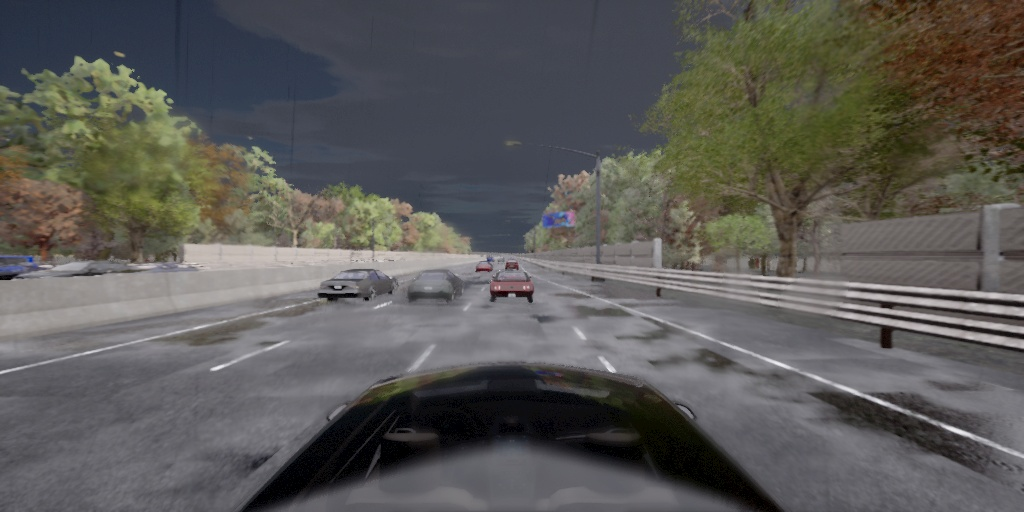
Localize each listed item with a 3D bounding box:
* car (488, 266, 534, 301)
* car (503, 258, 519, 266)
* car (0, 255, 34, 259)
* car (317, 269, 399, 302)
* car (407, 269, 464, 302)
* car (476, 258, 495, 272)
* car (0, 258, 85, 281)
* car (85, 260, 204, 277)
[{"bbox_3d":[-0.007,1.357,17.221,1.895,1.301,4.718,0,0,0],"label":"car"},{"bbox_3d":[-0.020,1.250,52.676,1.882,1.535,5.008,0,0,0],"label":"car"},{"bbox_3d":[-27.387,0.971,17.680,2.150,2.045,5.566,0,0,3],"label":"car"},{"bbox_3d":[-7.006,1.303,16.938,2.033,1.411,5.357,0,0,0],"label":"car"},{"bbox_3d":[-3.509,1.320,17.046,1.994,1.385,4.181,0,0,0],"label":"car"},{"bbox_3d":[-3.518,1.333,46.272,1.994,1.385,4.181,0,0,0],"label":"car"},{"bbox_3d":[-21.006,0.933,17.713,1.812,1.442,4.674,0,0,0],"label":"car"},{"bbox_3d":[-17.506,0.962,17.714,1.994,1.385,4.181,0,0,0],"label":"car"}]
